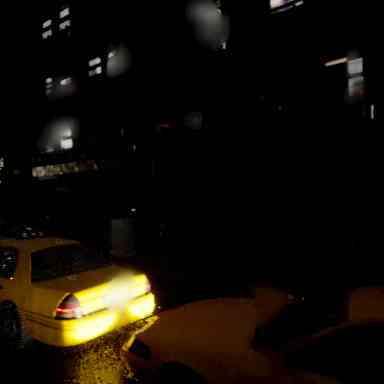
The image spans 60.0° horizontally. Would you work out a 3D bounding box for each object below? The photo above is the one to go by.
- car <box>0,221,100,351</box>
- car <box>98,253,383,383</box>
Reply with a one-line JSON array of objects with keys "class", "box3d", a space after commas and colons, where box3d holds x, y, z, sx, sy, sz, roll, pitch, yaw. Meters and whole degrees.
[{"class": "car", "box3d": [-3.147, 1.484, 6.221, 5.366, 1.575, 1.801, 0, 0, 36]}, {"class": "car", "box3d": [1.727, 1.470, 2.719, 5.366, 1.575, 1.801, 0, 0, 36]}]
